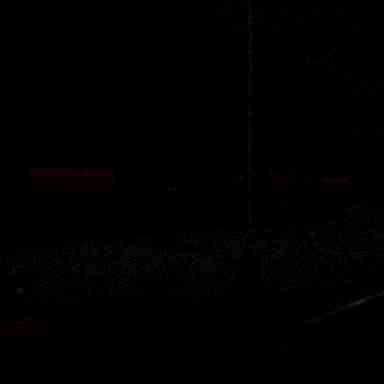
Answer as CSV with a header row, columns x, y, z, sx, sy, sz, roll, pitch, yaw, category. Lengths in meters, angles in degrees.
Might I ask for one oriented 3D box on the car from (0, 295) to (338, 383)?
x,y,z,sx,sy,sz,roll,pitch,yaw,category
-0.869,1.543,2.183,4.507,1.381,1.887,0,1,-35,car
